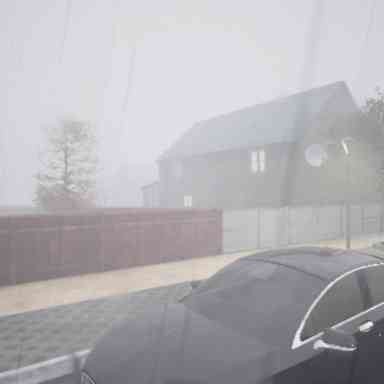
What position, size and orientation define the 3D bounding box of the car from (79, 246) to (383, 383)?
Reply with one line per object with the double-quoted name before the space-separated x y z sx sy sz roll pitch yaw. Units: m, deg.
"car" 1.207 1.503 3.933 4.892 1.490 1.837 0 0 -36
